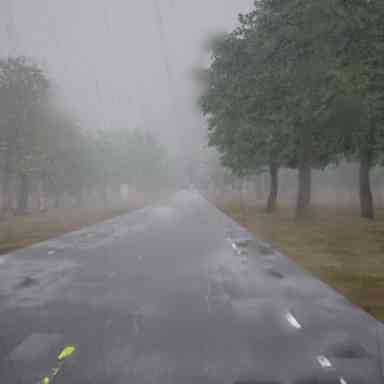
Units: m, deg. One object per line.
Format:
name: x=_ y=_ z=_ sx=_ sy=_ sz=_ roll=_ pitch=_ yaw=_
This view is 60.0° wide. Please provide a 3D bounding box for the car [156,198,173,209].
car: x=-3.586 y=1.464 z=44.221 sx=1.994 sy=1.385 sz=4.181 roll=0 pitch=0 yaw=0
